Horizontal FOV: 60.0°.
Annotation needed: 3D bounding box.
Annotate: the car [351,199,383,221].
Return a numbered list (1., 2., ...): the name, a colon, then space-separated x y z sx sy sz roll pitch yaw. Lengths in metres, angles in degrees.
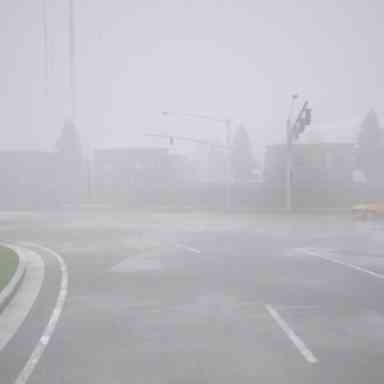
1. car: 13.740 1.178 22.951 5.008 1.535 1.882 0 1 11
